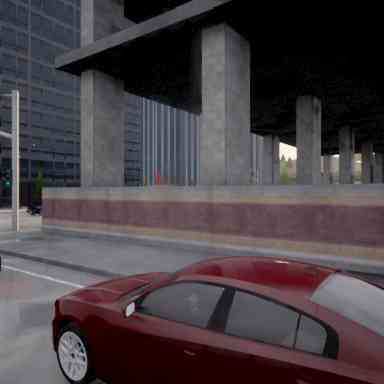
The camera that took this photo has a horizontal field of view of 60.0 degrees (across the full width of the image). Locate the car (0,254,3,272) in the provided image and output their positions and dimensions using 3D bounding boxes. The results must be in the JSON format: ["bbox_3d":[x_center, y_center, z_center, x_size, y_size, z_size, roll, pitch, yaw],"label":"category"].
[{"bbox_3d":[-6.887,1.564,8.850,4.181,1.385,1.994,0,0,36],"label":"car"}]

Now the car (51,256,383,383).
[{"bbox_3d":[0.460,1.478,3.662,5.008,1.535,1.882,0,0,35],"label":"car"}]

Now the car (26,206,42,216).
[{"bbox_3d":[-14.083,1.656,33.517,1.895,1.301,4.718,0,0,36],"label":"car"}]
